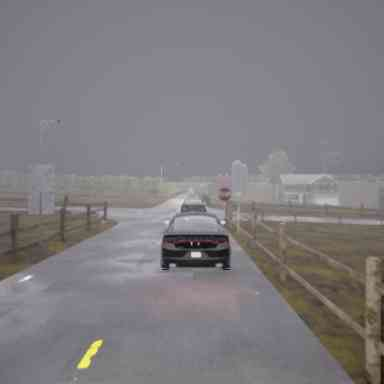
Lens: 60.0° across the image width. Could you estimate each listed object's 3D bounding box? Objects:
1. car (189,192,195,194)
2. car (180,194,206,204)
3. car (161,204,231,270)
[{"bbox_3d":[-0.008,0.812,87.377,2.128,1.511,4.902,0,0,0],"label":"car"},{"bbox_3d":[0.098,1.216,26.279,1.882,1.535,5.008,0,1,0],"label":"car"},{"bbox_3d":[0.100,1.365,10.676,1.882,1.535,5.008,0,1,0],"label":"car"}]
